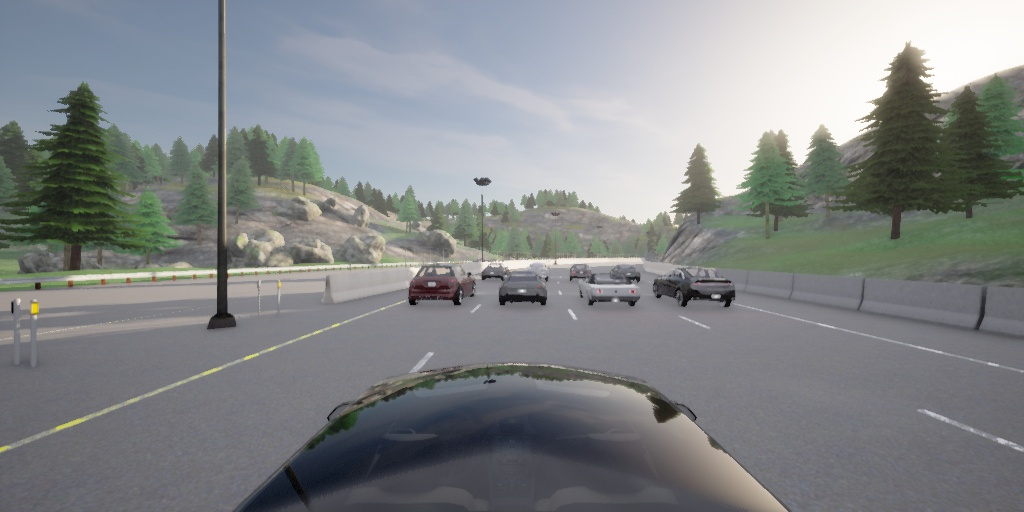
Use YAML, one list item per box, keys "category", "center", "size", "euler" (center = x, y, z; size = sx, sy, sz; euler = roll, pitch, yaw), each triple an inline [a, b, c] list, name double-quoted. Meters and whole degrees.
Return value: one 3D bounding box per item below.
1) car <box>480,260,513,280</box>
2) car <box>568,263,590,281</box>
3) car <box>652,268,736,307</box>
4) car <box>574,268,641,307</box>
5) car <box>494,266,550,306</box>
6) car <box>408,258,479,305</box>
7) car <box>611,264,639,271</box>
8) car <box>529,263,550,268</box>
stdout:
- category: "car"
  center: [-1.301, 1.320, 30.597]
  size: [1.994, 1.385, 4.181]
  euler: [0, 0, 9]
- category: "car"
  center: [5.619, 1.311, 29.545]
  size: [2.033, 1.411, 5.357]
  euler: [0, 0, 9]
- category: "car"
  center: [7.521, 1.242, 15.299]
  size: [2.128, 1.511, 4.902]
  euler: [0, 0, 4]
- category: "car"
  center: [4.033, 1.363, 15.593]
  size: [1.895, 1.301, 4.718]
  euler: [0, 0, 4]
- category: "car"
  center: [0.541, 1.320, 15.826]
  size: [1.994, 1.385, 4.181]
  euler: [0, 0, 4]
- category: "car"
  center: [-2.952, 1.113, 16.060]
  size: [2.097, 1.767, 4.553]
  euler: [0, 0, 4]
- category: "car"
  center: [9.080, 1.320, 29.019]
  size: [1.994, 1.385, 4.181]
  euler: [0, 0, 9]
- category: "car"
  center: [2.159, 1.280, 30.071]
  size: [1.812, 1.442, 4.674]
  euler: [0, 0, 9]
